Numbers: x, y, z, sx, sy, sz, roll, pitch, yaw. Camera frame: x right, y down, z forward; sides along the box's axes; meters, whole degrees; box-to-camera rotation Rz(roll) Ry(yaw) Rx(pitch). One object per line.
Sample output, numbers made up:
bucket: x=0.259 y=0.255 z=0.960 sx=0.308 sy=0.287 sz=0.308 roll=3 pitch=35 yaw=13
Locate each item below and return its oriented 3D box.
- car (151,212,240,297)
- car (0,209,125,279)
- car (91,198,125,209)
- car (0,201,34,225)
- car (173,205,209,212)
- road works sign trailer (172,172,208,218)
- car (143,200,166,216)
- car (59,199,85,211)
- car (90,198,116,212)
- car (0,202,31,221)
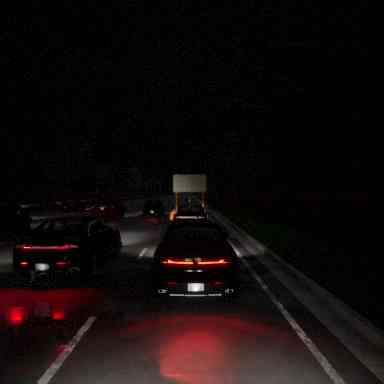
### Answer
car: x=0.055 y=1.505 z=8.544 sx=1.837 sy=1.490 sz=4.892 roll=0 pitch=0 yaw=0
car: x=-3.455 y=1.492 z=10.053 sx=2.128 sy=1.511 sz=4.902 roll=0 pitch=0 yaw=0
car: x=-7.097 y=1.351 z=28.383 sx=2.097 sy=1.767 sz=4.553 roll=0 pitch=0 yaw=0
car: x=-14.070 y=1.477 z=25.135 sx=1.882 sy=1.535 sz=5.008 roll=0 pitch=0 yaw=0
car: x=-0.045 y=1.488 z=18.930 sx=2.128 sy=1.511 sz=4.902 roll=0 pitch=0 yaw=1
road works sign trailer: x=-0.166 y=0.464 z=22.800 sx=2.380 sy=3.560 sz=2.880 roll=0 pitch=0 yaw=-3
car: x=-3.628 y=1.507 z=32.328 sx=1.837 sy=1.490 sz=4.892 roll=0 pitch=1 yaw=0
car: x=-14.185 y=1.526 z=39.465 sx=1.812 sy=1.442 sz=4.674 roll=0 pitch=0 yaw=-1
car: x=-10.690 y=1.502 z=40.234 sx=1.837 sy=1.490 sz=4.892 roll=0 pitch=-1 yaw=0
car: x=-10.511 y=1.477 z=17.714 sx=1.882 sy=1.535 sz=5.008 roll=0 pitch=0 yaw=0
